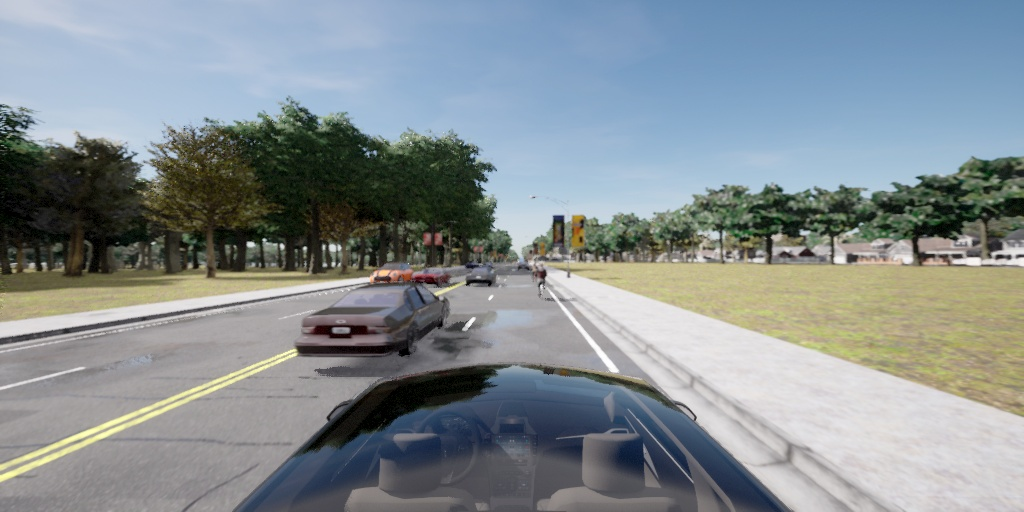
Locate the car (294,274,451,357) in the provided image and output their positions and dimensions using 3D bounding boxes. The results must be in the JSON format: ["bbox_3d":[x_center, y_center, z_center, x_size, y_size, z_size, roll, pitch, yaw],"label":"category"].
[{"bbox_3d":[-2.894,1.359,8.749,2.033,1.411,5.357,0,0,2],"label":"car"}]

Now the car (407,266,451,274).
[{"bbox_3d":[-5.817,1.548,26.183,1.895,1.301,4.718,0,0,2],"label":"car"}]

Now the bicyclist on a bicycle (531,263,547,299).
[{"bbox_3d":[1.410,1.220,17.313,0.659,1.776,1.843,0,0,2],"label":"bicyclist on a bicycle"}]

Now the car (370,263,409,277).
[{"bbox_3d":[-9.032,1.323,27.343,2.097,1.767,4.553,0,0,2],"label":"car"}]

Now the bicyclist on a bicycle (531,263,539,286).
[{"bbox_3d":[1.690,1.365,26.524,0.582,1.620,1.656,0,-1,2],"label":"bicyclist on a bicycle"}]

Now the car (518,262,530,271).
[{"bbox_3d":[1.931,1.688,60.609,1.812,1.442,4.674,0,-1,2],"label":"car"}]

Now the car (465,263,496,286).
[{"bbox_3d":[-2.322,1.503,27.594,1.994,1.385,4.181,0,0,2],"label":"car"}]
